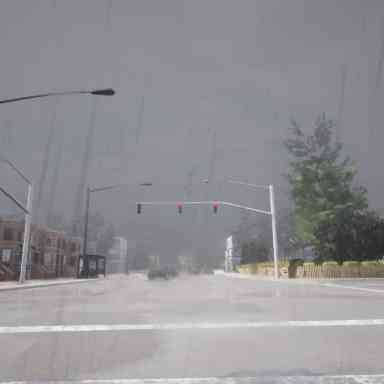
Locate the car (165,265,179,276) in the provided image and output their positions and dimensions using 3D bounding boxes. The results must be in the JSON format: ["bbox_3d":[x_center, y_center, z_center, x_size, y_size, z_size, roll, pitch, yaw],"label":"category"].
[{"bbox_3d":[-3.311,13.131,55.500,2.097,1.767,4.553,-1,-13,0],"label":"car"}]

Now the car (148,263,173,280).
[{"bbox_3d":[-3.434,8.543,35.116,2.033,1.411,5.357,-1,-13,0],"label":"car"}]

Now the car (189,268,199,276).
[{"bbox_3d":[0.382,14.644,61.314,2.033,1.411,5.357,-1,-13,0],"label":"car"}]

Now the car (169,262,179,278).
[{"bbox_3d":[-3.373,10.748,45.920,2.150,2.045,5.566,-1,-13,0],"label":"car"}]
